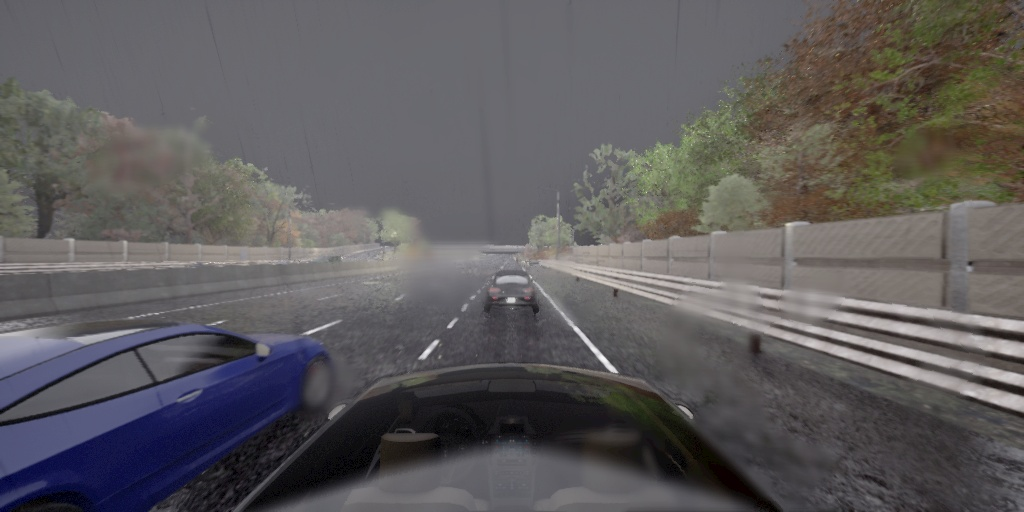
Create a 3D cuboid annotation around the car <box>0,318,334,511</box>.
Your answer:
[{"bbox_3d":[-3.399,1.273,3.094,1.812,1.442,4.674,0,0,0],"label":"car"}]

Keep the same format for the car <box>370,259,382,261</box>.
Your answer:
[{"bbox_3d":[-20.999,1.221,55.371,1.882,1.535,5.008,0,0,0],"label":"car"}]

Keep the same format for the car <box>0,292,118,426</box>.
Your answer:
[{"bbox_3d":[-6.913,1.272,3.127,1.812,1.442,4.674,0,0,0],"label":"car"}]

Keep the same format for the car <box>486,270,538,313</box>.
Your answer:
[{"bbox_3d":[0.000,1.258,13.848,1.812,1.442,4.674,0,0,0],"label":"car"}]

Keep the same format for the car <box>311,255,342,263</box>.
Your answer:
[{"bbox_3d":[-24.552,0.933,47.357,2.150,2.045,5.566,0,0,1],"label":"car"}]

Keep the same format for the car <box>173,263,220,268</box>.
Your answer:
[{"bbox_3d":[-31.511,1.318,36.119,1.895,1.301,4.718,0,0,0],"label":"car"}]

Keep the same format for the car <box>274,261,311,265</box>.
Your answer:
[{"bbox_3d":[-28.058,1.268,44.856,2.033,1.411,5.357,0,0,1],"label":"car"}]
